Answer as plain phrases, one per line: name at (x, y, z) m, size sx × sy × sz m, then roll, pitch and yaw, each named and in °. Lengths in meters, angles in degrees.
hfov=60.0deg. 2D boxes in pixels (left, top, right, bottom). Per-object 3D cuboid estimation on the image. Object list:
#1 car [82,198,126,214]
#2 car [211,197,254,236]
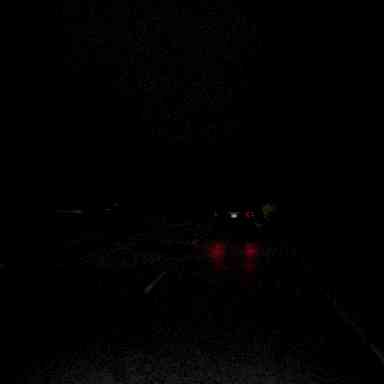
car at (-9.365, 1.399, 35.263) m, size 4.553 × 1.767 × 2.097 m, roll 0°, pitch -1°, yaw 18°
car at (2.276, 1.281, 19.183) m, size 2.150 × 2.045 × 5.566 m, roll 1°, pitch 0°, yaw 4°
